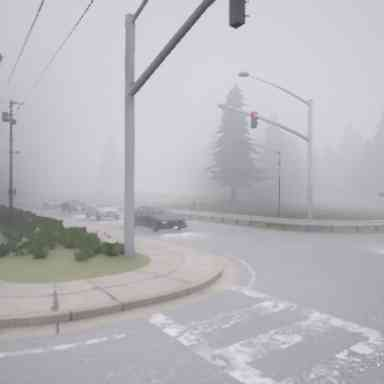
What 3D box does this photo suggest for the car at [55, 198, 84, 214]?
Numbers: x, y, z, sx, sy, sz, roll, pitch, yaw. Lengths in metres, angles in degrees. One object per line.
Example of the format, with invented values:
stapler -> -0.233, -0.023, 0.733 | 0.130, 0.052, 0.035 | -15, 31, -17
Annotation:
car -> -13.102, 1.567, 36.629 | 2.128, 1.511, 4.902 | 0, 0, -34

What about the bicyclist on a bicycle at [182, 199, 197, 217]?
bicyclist on a bicycle -> -0.052, 1.407, 30.635 | 1.656, 1.620, 0.582 | 46, -25, -23

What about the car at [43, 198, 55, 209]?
car -> -18.890, 1.602, 45.125 | 1.812, 1.442, 4.674 | 0, 0, -34

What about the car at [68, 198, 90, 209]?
car -> -16.325, 1.620, 47.858 | 1.812, 1.442, 4.674 | 0, 0, -34

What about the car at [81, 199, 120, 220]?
car -> -7.812, 1.601, 28.911 | 1.812, 1.442, 4.674 | 0, 0, -34

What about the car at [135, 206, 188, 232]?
car -> -2.399, 1.623, 21.016 | 2.033, 1.411, 5.357 | 0, 0, -34
